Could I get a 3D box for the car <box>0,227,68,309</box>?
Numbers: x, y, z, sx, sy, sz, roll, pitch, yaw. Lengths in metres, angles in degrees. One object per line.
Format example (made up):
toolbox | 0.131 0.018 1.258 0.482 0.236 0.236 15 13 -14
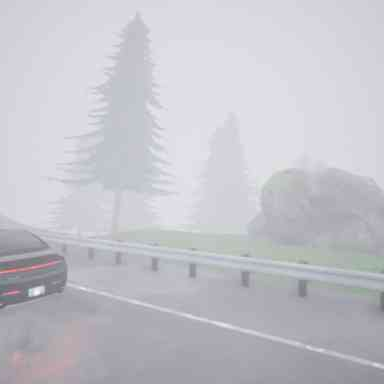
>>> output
car | -4.750 1.535 7.351 4.892 1.490 1.837 0 0 35
